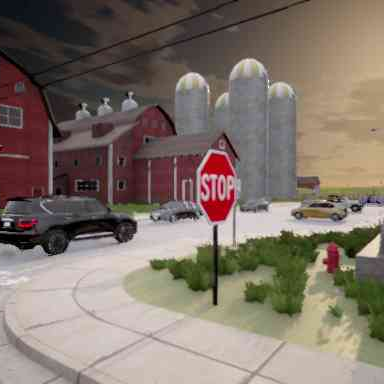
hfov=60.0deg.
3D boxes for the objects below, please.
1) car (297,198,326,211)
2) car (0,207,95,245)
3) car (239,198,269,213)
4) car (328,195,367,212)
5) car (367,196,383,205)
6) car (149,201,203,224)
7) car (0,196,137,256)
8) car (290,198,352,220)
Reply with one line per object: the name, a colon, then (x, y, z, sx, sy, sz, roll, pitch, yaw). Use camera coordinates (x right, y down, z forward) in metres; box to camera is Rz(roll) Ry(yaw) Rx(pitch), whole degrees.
car: (14.905, 1.511, 41.404, 2.033, 1.411, 5.357, 0, 0, 35)
car: (-7.050, 1.519, 16.117, 1.994, 1.385, 4.181, 0, 0, 37)
car: (6.832, 1.452, 36.086, 1.837, 1.490, 4.892, 0, 2, 35)
car: (17.174, 1.289, 37.594, 3.866, 1.878, 1.905, 0, 0, 35)
car: (31.003, 1.454, 57.460, 4.611, 1.667, 2.242, 0, 0, 35)
car: (-1.088, 1.446, 24.581, 2.128, 1.511, 4.902, 0, 0, 35)
car: (-4.676, 1.186, 13.369, 2.150, 2.045, 5.566, -1, 0, 34)
car: (9.937, 1.484, 26.204, 4.193, 1.474, 1.816, 0, 0, 35)
